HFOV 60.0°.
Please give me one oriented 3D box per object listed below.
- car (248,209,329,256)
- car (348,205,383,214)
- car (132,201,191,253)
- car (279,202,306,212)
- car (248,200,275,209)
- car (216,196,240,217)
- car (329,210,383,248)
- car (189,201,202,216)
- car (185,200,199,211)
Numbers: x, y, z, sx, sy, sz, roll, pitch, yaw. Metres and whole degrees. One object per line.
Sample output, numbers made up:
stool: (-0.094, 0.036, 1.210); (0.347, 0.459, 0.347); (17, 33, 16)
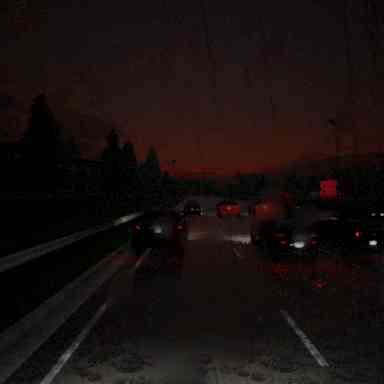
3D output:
car: (3.600, 1.630, 13.484); (1.812, 1.442, 4.674); (0, 0, 0)
car: (14.100, 1.757, 27.179); (2.033, 1.411, 5.357); (0, 0, 0)
car: (-1.226, 1.463, 14.366); (2.097, 1.767, 4.553); (0, 0, 0)
car: (10.599, 1.764, 35.332); (2.128, 1.511, 4.902); (0, 0, 0)
car: (7.100, 1.617, 34.285); (2.097, 1.767, 4.553); (0, 0, 0)
car: (3.600, 1.616, 34.226); (2.097, 1.767, 4.553); (0, 0, 0)
car: (7.099, 1.719, 15.251); (1.895, 1.301, 4.718); (0, 0, 0)
car: (0.044, 1.821, 35.545); (2.033, 1.411, 5.357); (0, 0, 1)
car: (0.005, 1.939, 48.591); (1.994, 1.385, 4.181); (0, 0, 0)
